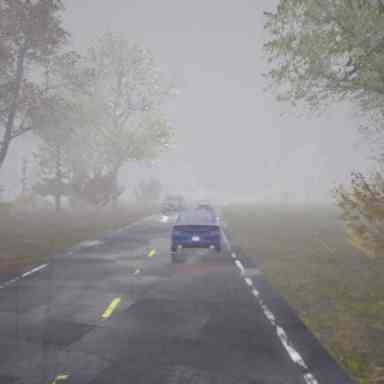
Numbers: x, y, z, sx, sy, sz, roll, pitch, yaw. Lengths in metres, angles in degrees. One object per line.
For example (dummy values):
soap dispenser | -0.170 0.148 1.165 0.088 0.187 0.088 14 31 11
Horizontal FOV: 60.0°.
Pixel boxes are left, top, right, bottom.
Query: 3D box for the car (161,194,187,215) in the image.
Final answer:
car | -1.814 1.289 35.583 2.150 2.045 5.566 0 0 5

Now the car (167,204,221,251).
car | 0.190 1.509 14.208 1.882 1.535 5.008 0 0 1

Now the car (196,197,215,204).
car | 1.355 1.598 35.096 1.812 1.442 4.674 0 0 5

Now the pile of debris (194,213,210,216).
pile of debris | 1.038 2.246 32.934 1.500 0.140 1.860 0 0 4

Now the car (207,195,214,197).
car | 4.266 1.504 77.379 2.128 1.511 4.902 0 0 11
